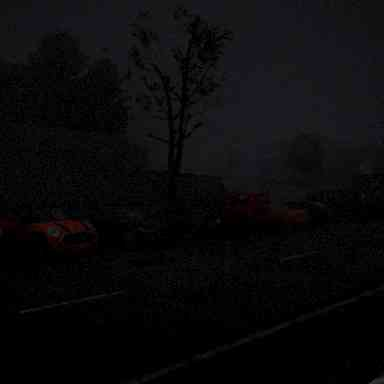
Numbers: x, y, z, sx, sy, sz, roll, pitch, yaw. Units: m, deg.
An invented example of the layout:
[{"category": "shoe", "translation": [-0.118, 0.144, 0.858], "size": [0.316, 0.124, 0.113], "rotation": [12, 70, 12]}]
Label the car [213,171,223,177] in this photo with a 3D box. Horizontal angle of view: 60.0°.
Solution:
[{"category": "car", "translation": [8.873, -4.674, 88.529], "size": [2.435, 2.045, 5.566], "rotation": [7, 4, 34]}]

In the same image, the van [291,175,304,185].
[{"category": "van", "translation": [22.732, -2.463, 68.792], "size": [1.878, 1.987, 4.442], "rotation": [7, 4, 35]}]

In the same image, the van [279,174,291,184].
[{"category": "van", "translation": [21.000, -2.737, 71.261], "size": [1.878, 1.987, 4.442], "rotation": [7, 4, 35]}]

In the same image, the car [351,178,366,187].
[{"category": "car", "translation": [29.715, -1.399, 59.053], "size": [2.435, 2.045, 5.566], "rotation": [6, 4, 35]}]

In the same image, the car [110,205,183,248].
[{"category": "car", "translation": [-3.141, 1.400, 14.288], "size": [4.892, 1.521, 2.231], "rotation": [-1, 0, 35]}]

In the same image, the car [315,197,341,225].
[{"category": "car", "translation": [6.650, 1.255, 21.233], "size": [4.674, 1.452, 2.002], "rotation": [-1, 0, 35]}]

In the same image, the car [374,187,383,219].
[{"category": "car", "translation": [11.587, 0.873, 24.691], "size": [5.566, 2.045, 2.435], "rotation": [-1, -1, 35]}]

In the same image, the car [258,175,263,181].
[{"category": "car", "translation": [17.592, -3.019, 76.311], "size": [2.002, 1.452, 4.674], "rotation": [7, 4, 35]}]

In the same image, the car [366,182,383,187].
[{"category": "car", "translation": [31.413, -0.836, 56.586], "size": [2.002, 1.452, 4.674], "rotation": [6, 4, 35]}]

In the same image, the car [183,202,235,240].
[{"category": "car", "translation": [-0.721, 1.381, 16.034], "size": [4.792, 1.488, 2.163], "rotation": [-1, 0, 35]}]

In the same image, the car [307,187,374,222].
[{"category": "car", "translation": [9.074, 0.919, 22.987], "size": [5.566, 2.045, 2.435], "rotation": [-1, 0, 35]}]

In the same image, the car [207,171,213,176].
[{"category": "car", "translation": [7.077, -4.825, 90.994], "size": [2.185, 1.767, 4.553], "rotation": [6, 3, 34]}]

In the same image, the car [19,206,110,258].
[{"category": "car", "translation": [-5.610, 1.323, 12.562], "size": [4.553, 1.767, 2.185], "rotation": [-1, 0, 35]}]

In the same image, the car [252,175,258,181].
[{"category": "car", "translation": [15.846, -3.292, 78.771], "size": [2.002, 1.452, 4.674], "rotation": [6, 4, 35]}]

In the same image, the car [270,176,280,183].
[{"category": "car", "translation": [19.426, -2.790, 73.992], "size": [1.946, 1.575, 5.366], "rotation": [6, 4, 35]}]

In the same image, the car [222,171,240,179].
[{"category": "car", "translation": [10.731, -4.155, 86.274], "size": [1.946, 1.575, 5.366], "rotation": [6, 4, 34]}]

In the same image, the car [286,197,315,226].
[{"category": "car", "translation": [4.043, 1.261, 19.605], "size": [5.366, 1.575, 1.946], "rotation": [-1, 0, 35]}]

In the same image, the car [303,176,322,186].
[{"category": "car", "translation": [24.498, -1.966, 66.434], "size": [2.231, 1.521, 4.892], "rotation": [6, 4, 35]}]

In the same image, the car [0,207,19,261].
[{"category": "car", "translation": [-8.005, 1.372, 10.779], "size": [4.553, 1.767, 2.185], "rotation": [-1, 0, 35]}]

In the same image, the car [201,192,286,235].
[{"category": "car", "translation": [1.720, 1.055, 17.776], "size": [5.566, 2.045, 2.435], "rotation": [-1, 0, 35]}]

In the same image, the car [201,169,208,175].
[{"category": "car", "translation": [5.345, -5.060, 93.462], "size": [2.185, 1.767, 4.553], "rotation": [4, 1, 33]}]
